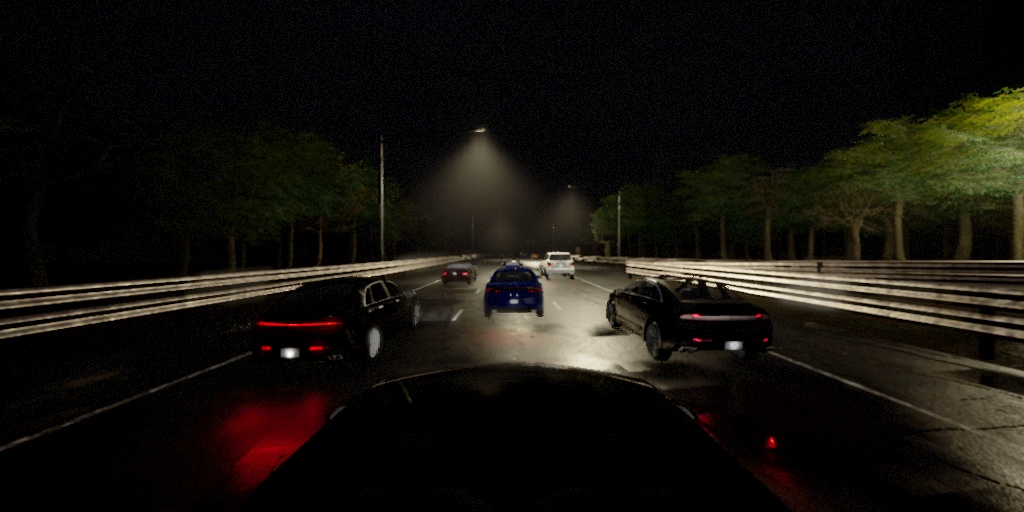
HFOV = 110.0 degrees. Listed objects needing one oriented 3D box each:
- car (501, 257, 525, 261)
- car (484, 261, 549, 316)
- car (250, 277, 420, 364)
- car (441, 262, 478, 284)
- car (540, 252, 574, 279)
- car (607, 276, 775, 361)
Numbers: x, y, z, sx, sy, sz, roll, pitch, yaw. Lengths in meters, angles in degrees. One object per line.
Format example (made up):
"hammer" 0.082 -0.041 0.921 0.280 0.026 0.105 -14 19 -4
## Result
"car" 0.041 1.046 30.079 1.994 1.385 4.181 0 1 0
"car" 0.068 1.143 12.950 1.882 1.535 5.008 0 1 0
"car" -3.437 1.212 7.969 1.837 1.490 4.892 0 1 0
"car" -3.458 1.100 24.243 2.033 1.411 5.357 0 1 0
"car" 3.546 0.723 28.605 2.150 2.045 5.566 0 1 0
"car" 3.565 1.197 8.172 2.128 1.511 4.902 0 1 0
